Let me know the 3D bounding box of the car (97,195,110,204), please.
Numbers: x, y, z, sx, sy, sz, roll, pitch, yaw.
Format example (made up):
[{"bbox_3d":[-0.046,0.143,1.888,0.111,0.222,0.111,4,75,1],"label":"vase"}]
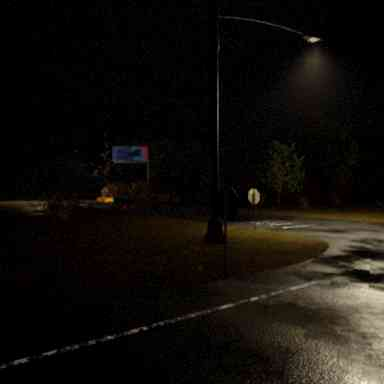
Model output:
[{"bbox_3d":[-16.004,1.301,61.134,1.882,1.535,5.008,0,0,-34],"label":"car"}]

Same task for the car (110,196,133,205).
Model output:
[{"bbox_3d":[-11.211,1.317,54.029,1.882,1.535,5.008,0,0,-33],"label":"car"}]
